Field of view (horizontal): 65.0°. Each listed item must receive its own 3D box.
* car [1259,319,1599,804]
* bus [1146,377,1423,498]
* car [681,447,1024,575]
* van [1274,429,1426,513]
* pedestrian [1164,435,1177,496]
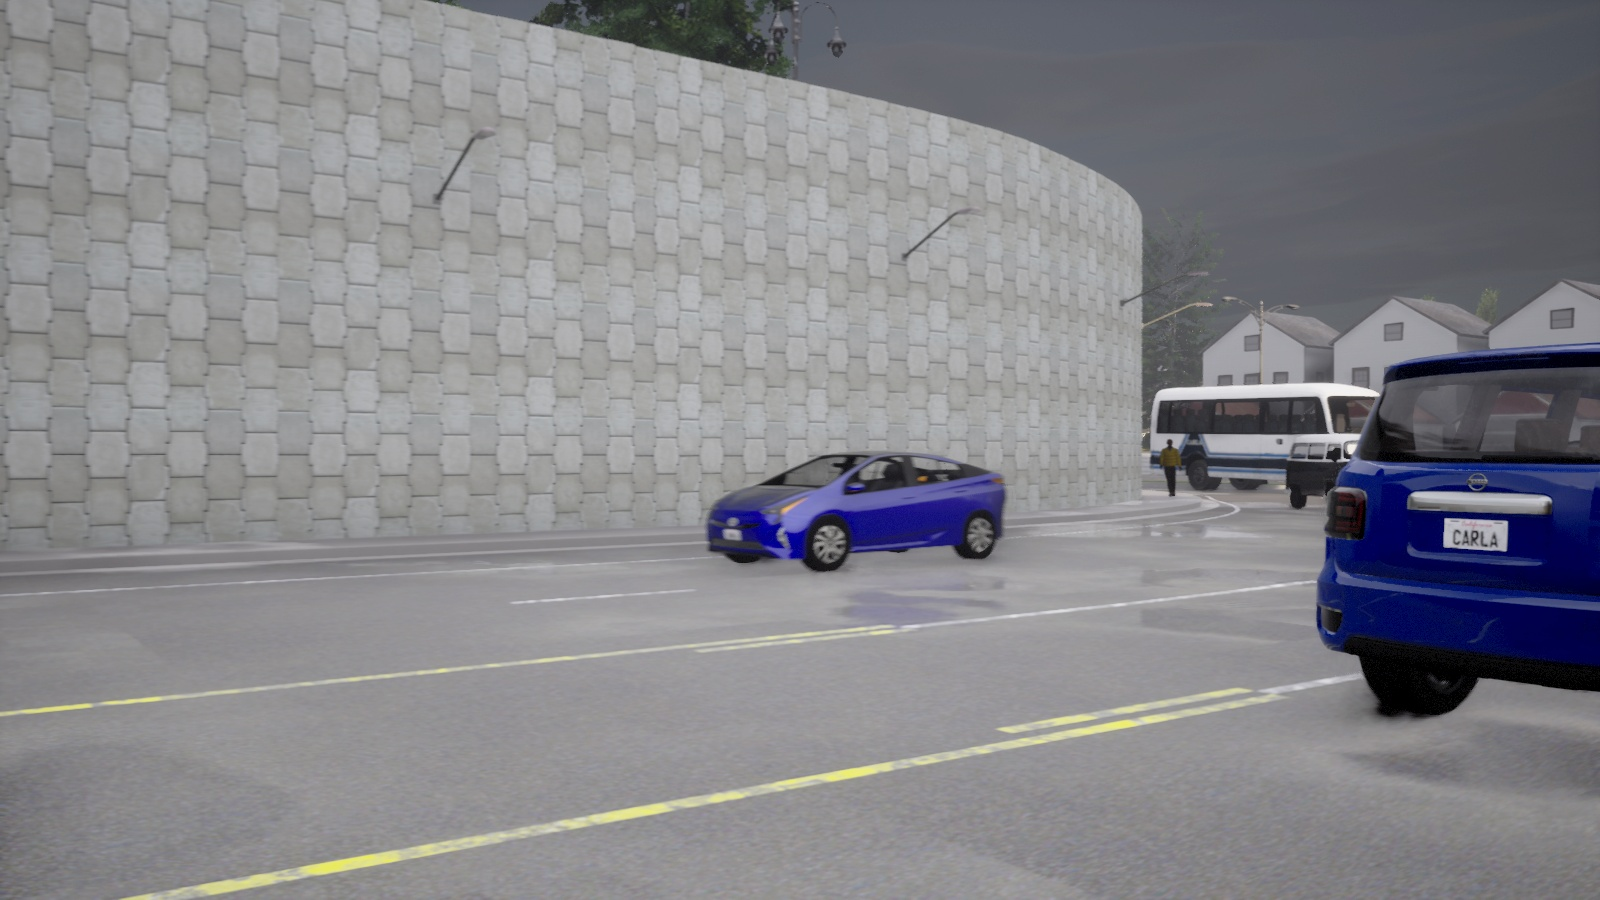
[{"bbox_3d":[5.352,0.470,7.325,5.566,2.045,2.150,0,0,-34],"label":"car"},{"bbox_3d":[18.728,-0.550,49.628,3.944,4.253,10.273,-1,1,-26],"label":"bus"},{"bbox_3d":[0.813,0.732,17.228,4.514,1.525,2.007,0,0,-40],"label":"car"},{"bbox_3d":[14.303,0.518,32.967,2.069,2.038,4.480,0,0,1],"label":"van"},{"bbox_3d":[11.375,0.470,38.516,0.370,1.835,0.726,0,0,16],"label":"pedestrian"}]
